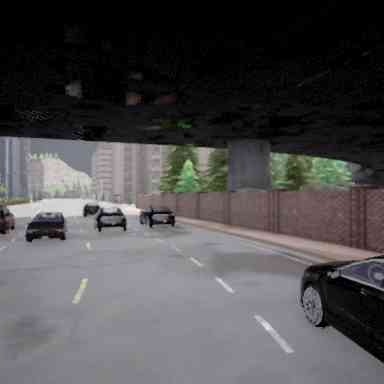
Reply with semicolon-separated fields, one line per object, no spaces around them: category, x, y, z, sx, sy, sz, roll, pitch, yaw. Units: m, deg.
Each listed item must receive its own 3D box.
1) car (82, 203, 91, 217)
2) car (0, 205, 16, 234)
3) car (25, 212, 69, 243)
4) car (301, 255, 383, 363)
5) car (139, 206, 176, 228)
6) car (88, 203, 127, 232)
car;-11.615;1.990;38.622;1.882;1.535;5.008;0;-1;-21
car;-12.409;1.641;20.673;2.097;1.767;4.553;0;-1;-21
car;-7.776;1.795;18.135;2.033;1.411;5.357;0;-1;-20
car;3.125;1.539;4.357;2.128;1.511;4.902;0;-1;-6
car;-2.657;1.807;24.740;2.128;1.511;4.902;0;-1;-20
car;-5.675;1.792;22.818;2.128;1.511;4.902;0;-1;-20
